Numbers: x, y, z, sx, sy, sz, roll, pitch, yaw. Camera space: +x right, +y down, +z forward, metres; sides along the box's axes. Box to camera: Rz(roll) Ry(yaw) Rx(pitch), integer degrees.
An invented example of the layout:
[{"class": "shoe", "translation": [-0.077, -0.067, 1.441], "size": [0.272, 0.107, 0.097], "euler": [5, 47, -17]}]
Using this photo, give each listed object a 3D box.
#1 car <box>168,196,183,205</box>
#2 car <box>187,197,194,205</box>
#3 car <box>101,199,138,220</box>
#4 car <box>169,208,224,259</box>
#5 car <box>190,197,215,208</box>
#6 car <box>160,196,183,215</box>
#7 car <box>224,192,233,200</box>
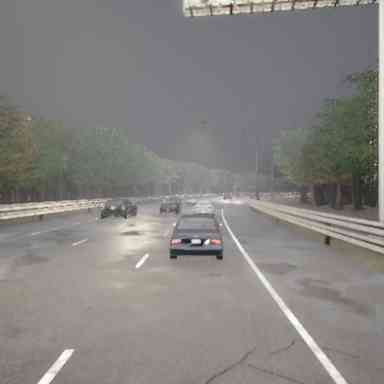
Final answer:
[{"class": "car", "translation": [-2.922, 1.480, 59.603], "size": [1.837, 1.490, 4.892], "euler": [0, 0, 8]}, {"class": "car", "translation": [0.318, 1.582, 57.941], "size": [1.895, 1.301, 4.718], "euler": [0, 0, 8]}, {"class": "car", "translation": [-6.018, 1.334, 28.080], "size": [2.097, 1.767, 4.553], "euler": [0, 0, 4]}, {"class": "car", "translation": [0.198, 1.546, 12.581], "size": [2.033, 1.411, 5.357], "euler": [0, 0, 2]}, {"class": "car", "translation": [1.152, 1.521, 31.092], "size": [1.812, 1.442, 4.674], "euler": [0, 0, 4]}, {"class": "car", "translation": [-2.094, 1.478, 33.999], "size": [2.128, 1.511, 4.902], "euler": [0, 0, 4]}, {"class": "car", "translation": [10.368, 1.146, 94.824], "size": [2.150, 2.045, 5.566], "euler": [0, 0, 13]}]
